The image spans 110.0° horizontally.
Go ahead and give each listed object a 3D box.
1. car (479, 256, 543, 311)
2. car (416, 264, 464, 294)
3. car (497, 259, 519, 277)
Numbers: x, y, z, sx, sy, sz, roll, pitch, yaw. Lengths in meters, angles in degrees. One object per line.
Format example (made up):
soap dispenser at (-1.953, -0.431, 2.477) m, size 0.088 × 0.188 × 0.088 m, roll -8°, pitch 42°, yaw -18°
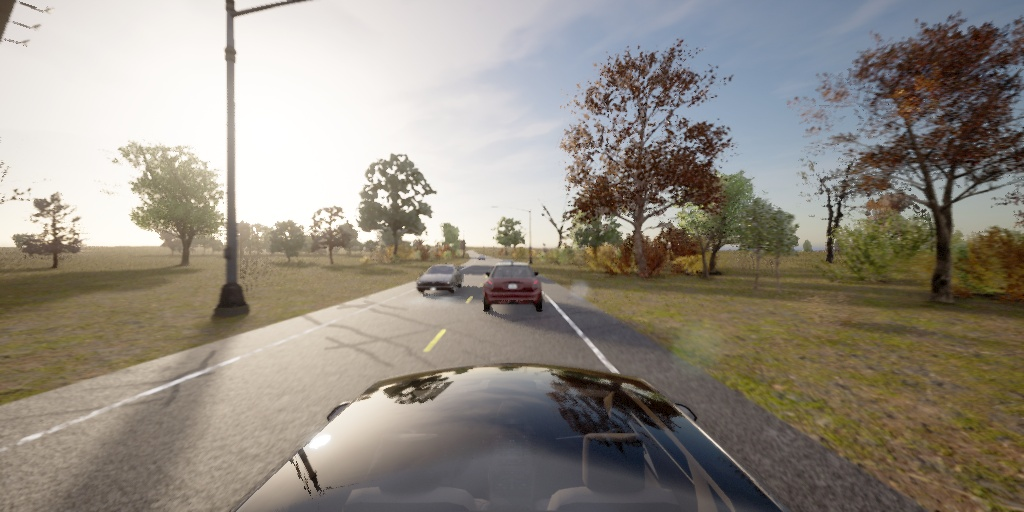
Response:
car at (0.000, 1.015, 14.172) m, size 2.097 × 1.767 × 4.553 m, roll 0°, pitch 0°, yaw -1°
car at (-3.775, 1.174, 19.649) m, size 2.033 × 1.411 × 5.357 m, roll 0°, pitch 0°, yaw -1°
car at (-0.419, 1.052, 32.444) m, size 1.812 × 1.442 × 4.674 m, roll 0°, pitch 0°, yaw -2°
